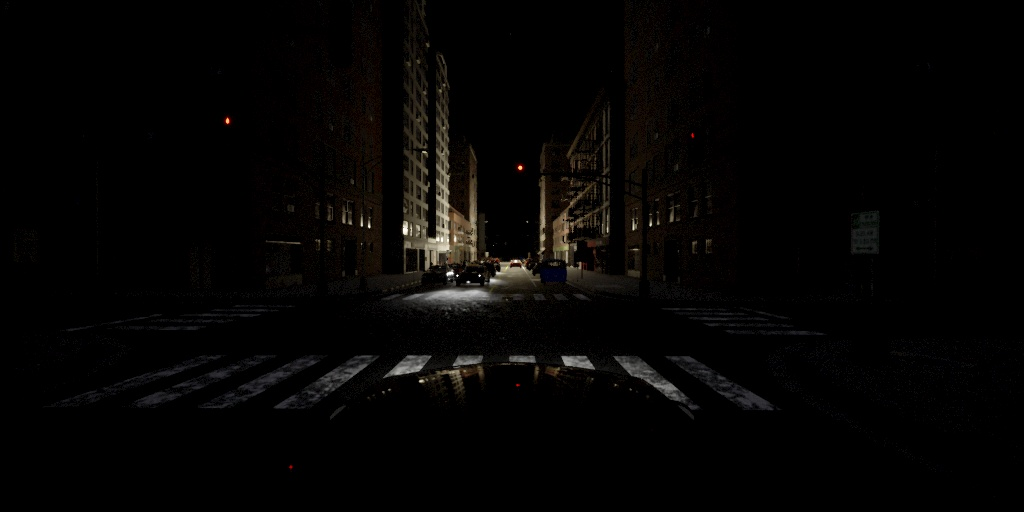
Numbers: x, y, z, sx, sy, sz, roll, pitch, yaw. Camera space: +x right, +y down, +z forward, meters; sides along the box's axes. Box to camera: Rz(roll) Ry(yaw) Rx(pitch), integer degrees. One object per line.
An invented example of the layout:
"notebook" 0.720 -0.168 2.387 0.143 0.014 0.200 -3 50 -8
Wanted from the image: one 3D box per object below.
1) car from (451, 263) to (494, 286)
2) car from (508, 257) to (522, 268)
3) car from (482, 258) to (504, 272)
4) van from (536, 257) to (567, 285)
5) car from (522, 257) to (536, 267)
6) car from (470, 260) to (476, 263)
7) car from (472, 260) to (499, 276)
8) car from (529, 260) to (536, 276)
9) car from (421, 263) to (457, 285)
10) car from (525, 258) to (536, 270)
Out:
"car" -2.652 1.349 25.134 1.895 1.301 4.718 0 0 4
"car" 0.618 1.336 59.045 1.895 1.301 4.718 0 0 1
"car" -2.452 1.309 45.199 1.994 1.385 4.181 0 0 1
"van" 2.846 1.089 25.363 1.690 1.789 3.998 0 0 1
"car" 3.103 1.054 53.769 2.192 1.841 5.009 0 0 1
"car" -4.975 1.269 47.984 1.751 1.417 4.829 0 0 1
"car" -2.549 1.349 35.146 1.895 1.301 4.718 0 0 1
"car" 2.949 1.330 36.725 1.802 1.307 4.207 0 0 1
"car" -5.179 1.299 25.427 2.007 1.370 4.403 0 0 1
"car" 3.052 1.325 48.087 1.802 1.307 4.207 0 0 1
